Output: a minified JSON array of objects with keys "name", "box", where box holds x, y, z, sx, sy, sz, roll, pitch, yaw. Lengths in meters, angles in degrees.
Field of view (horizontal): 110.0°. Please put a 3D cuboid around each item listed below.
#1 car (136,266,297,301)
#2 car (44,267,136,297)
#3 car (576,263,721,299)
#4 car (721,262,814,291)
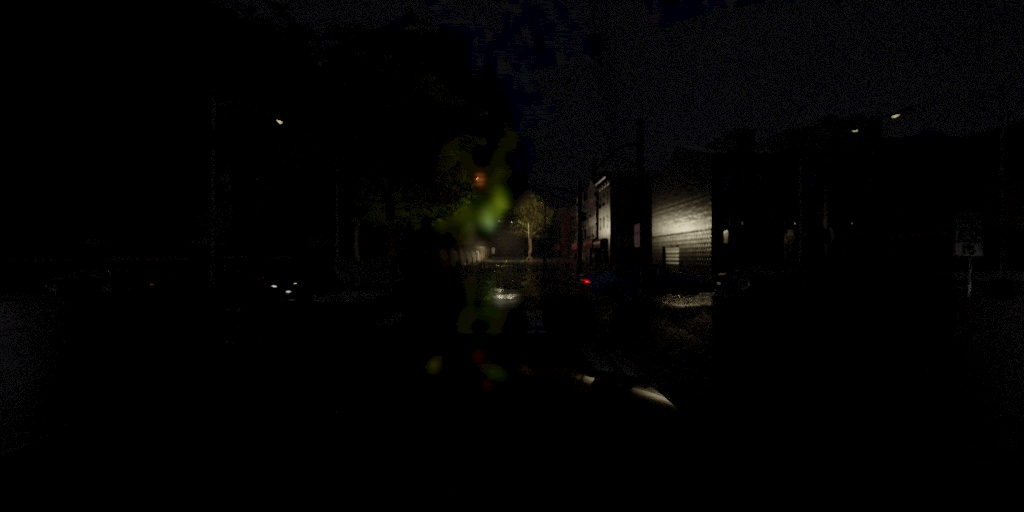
[{"name":"car","box":[-12.177,1.154,15.255,5.357,1.411,2.033,0,0,0]},{"name":"car","box":[-20.536,1.238,17.924,4.403,1.370,2.007,0,0,0]},{"name":"car","box":[5.465,1.015,15.183,5.357,1.411,2.033,-1,0,0]},{"name":"car","box":[12.448,0.972,17.798,4.313,1.339,1.948,0,0,0]}]
